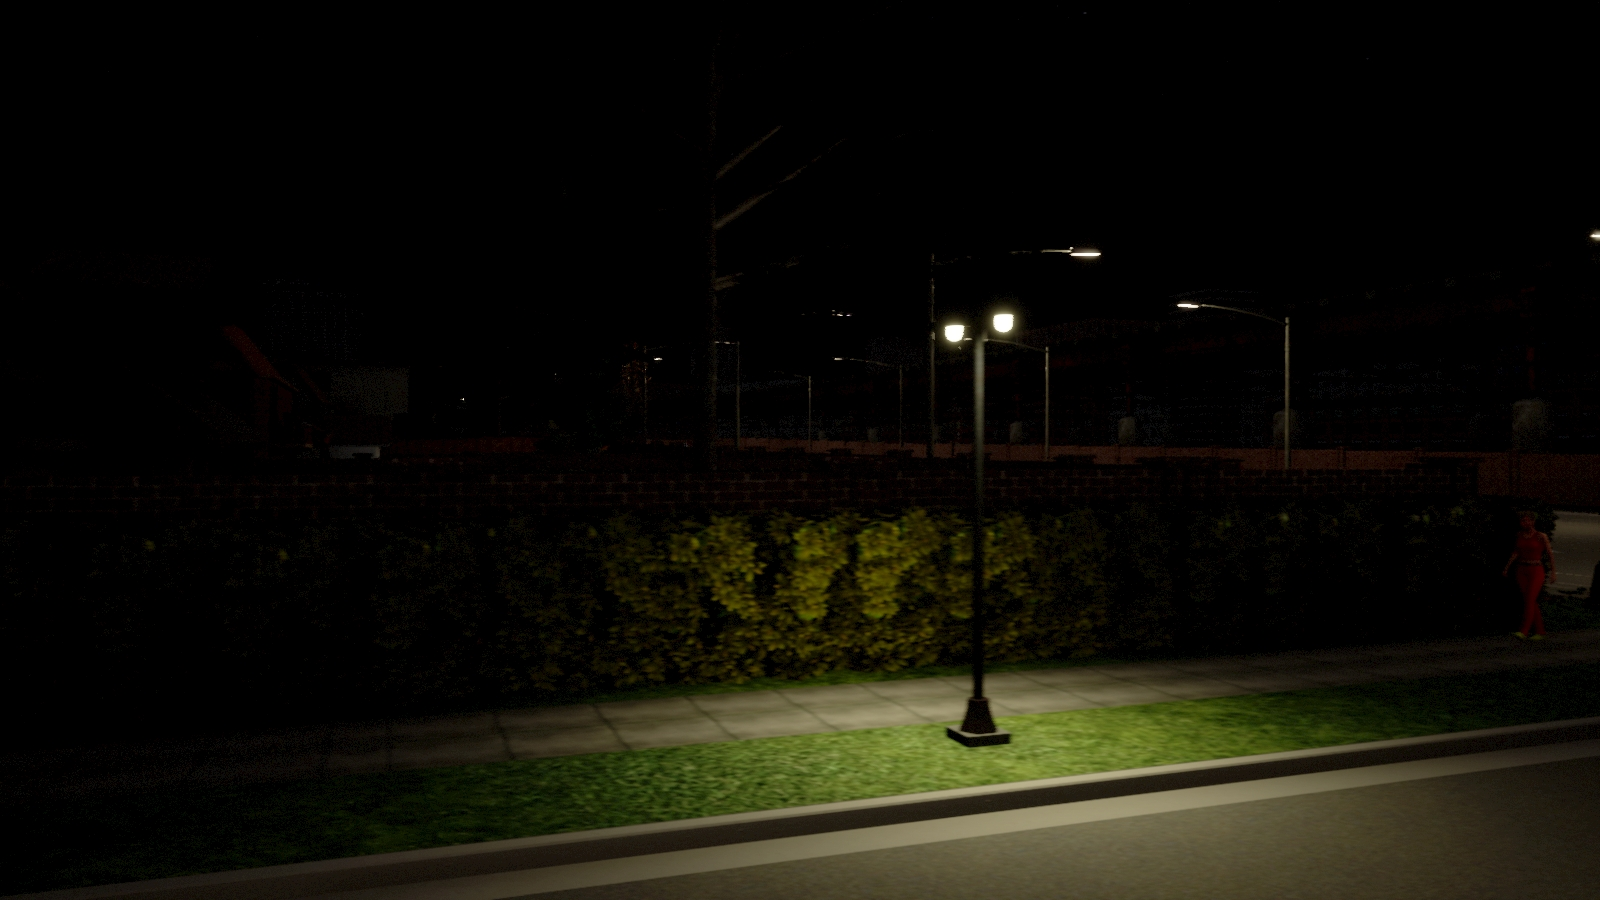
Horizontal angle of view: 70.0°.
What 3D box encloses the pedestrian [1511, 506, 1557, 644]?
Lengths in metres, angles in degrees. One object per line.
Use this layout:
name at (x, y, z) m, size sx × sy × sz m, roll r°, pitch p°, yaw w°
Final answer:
pedestrian at (10.112, 1.709, 15.747) m, size 0.375 × 1.860 × 0.375 m, roll 0°, pitch 0°, yaw -20°
